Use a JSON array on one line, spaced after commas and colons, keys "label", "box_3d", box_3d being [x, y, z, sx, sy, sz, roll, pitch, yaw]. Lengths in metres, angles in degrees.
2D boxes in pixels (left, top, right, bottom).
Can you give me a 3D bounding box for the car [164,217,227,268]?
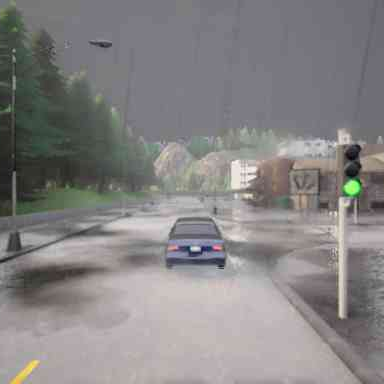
[{"label": "car", "box_3d": [0.095, 1.559, 11.347, 2.033, 1.411, 5.357, 0, 0, 0]}]
